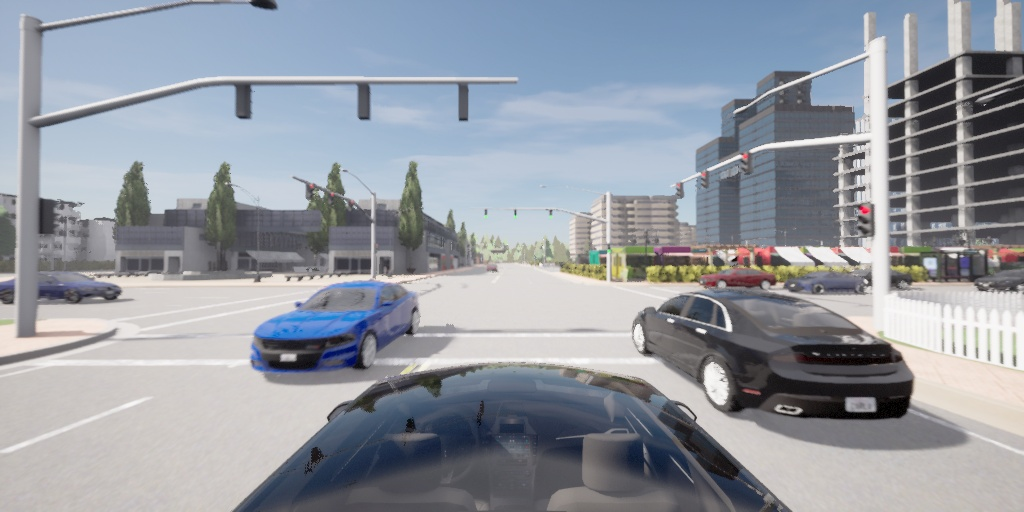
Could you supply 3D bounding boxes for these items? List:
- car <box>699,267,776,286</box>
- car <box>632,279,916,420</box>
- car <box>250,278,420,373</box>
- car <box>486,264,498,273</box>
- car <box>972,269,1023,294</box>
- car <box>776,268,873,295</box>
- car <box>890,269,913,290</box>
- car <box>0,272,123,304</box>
[{"bbox_3d":[15.846,1.572,25.343,5.008,1.535,1.882,0,-1,-1],"label":"car"},{"bbox_3d":[3.591,1.319,6.115,1.837,1.490,4.892,0,-1,0],"label":"car"},{"bbox_3d":[-3.499,1.325,8.107,1.882,1.535,5.008,0,0,0],"label":"car"},{"bbox_3d":[-3.511,2.136,64.055,1.882,1.535,5.008,0,-1,0],"label":"car"},{"bbox_3d":[31.725,1.553,22.242,4.892,1.490,1.837,-1,-1,-1],"label":"car"},{"bbox_3d":[19.104,1.609,21.923,4.181,1.385,1.994,0,-1,-1],"label":"car"},{"bbox_3d":[25.457,1.576,25.586,5.008,1.535,1.882,0,-1,-1],"label":"car"},{"bbox_3d":[-21.762,1.502,17.278,4.674,1.442,1.812,0,-1,-2],"label":"car"}]
